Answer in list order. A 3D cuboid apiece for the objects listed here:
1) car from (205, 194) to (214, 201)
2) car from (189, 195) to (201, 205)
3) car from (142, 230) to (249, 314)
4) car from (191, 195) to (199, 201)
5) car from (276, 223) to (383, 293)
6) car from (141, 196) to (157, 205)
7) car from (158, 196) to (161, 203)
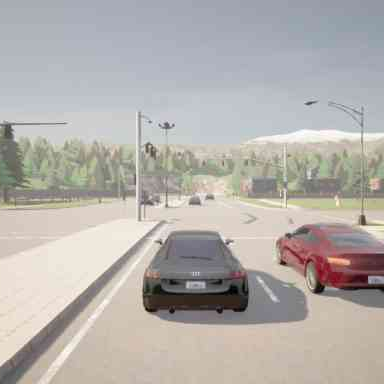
[{"bbox_3d":[4.334,1.188,82.059,2.097,1.767,4.553,0,0,1],"label":"car"},{"bbox_3d":[0.491,1.563,56.708,1.994,1.385,4.181,0,0,1],"label":"car"},{"bbox_3d":[0.056,1.564,7.704,1.994,1.385,4.181,0,0,0],"label":"car"},{"bbox_3d":[0.835,1.428,82.164,1.895,1.301,4.718,0,0,1],"label":"car"},{"bbox_3d":[3.554,1.526,8.708,1.812,1.442,4.674,0,0,0],"label":"car"},{"bbox_3d":[-7.577,1.601,56.336,1.895,1.301,4.718,0,0,1],"label":"car"},{"bbox_3d":[-7.374,1.505,67.687,1.837,1.490,4.892,0,0,1],"label":"car"}]
